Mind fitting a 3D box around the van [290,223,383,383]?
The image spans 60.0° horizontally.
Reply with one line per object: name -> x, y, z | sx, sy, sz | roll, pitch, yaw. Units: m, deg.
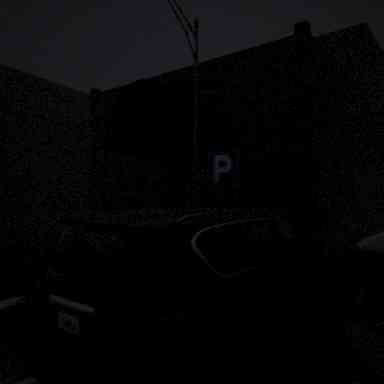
van -> 2.678, 1.251, 3.288 | 1.878, 1.987, 4.442 | 0, 0, 36

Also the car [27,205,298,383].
car -> 0.512, 1.220, 5.032 | 2.435, 2.045, 5.566 | 0, 0, 36
